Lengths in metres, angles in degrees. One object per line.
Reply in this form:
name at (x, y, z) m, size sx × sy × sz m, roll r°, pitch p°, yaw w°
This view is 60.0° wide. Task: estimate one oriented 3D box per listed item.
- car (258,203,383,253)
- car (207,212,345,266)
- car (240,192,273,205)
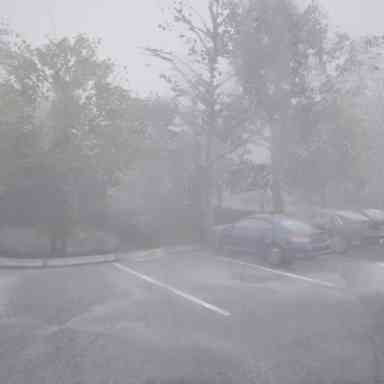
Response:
car at (5.115, 1.440, 13.423) m, size 2.231 × 1.521 × 4.892 m, roll 0°, pitch 0°, yaw -35°
car at (2.443, 1.491, 11.528) m, size 2.002 × 1.452 × 4.674 m, roll 0°, pitch 0°, yaw -35°
car at (8.300, 0.789, 43.022) m, size 2.097 × 1.767 × 4.553 m, roll -4°, pitch 3°, yaw -35°
